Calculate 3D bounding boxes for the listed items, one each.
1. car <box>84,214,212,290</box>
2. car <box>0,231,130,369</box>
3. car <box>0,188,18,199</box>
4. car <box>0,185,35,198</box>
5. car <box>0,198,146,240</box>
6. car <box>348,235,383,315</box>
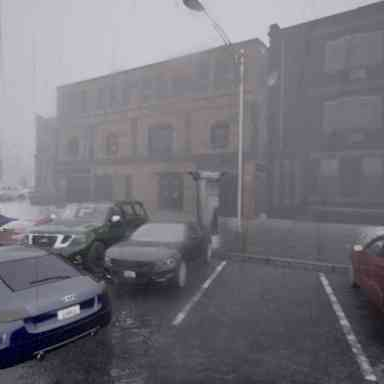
[{"bbox_3d":[-0.712,1.533,9.563,2.097,1.535,5.008,0,-1,14],"label":"car"},{"bbox_3d":[-3.311,1.617,5.639,4.181,1.385,1.994,-1,0,35],"label":"car"},{"bbox_3d":[-26.834,0.646,45.156,4.674,1.452,2.002,0,6,6],"label":"car"},{"bbox_3d":[-25.476,0.070,47.823,5.566,2.045,2.435,0,6,7],"label":"car"},{"bbox_3d":[-3.208,1.309,11.245,2.435,2.045,5.566,0,-1,14],"label":"car"},{"bbox_3d":[4.226,1.477,6.088,2.097,1.535,5.008,-1,-1,15],"label":"car"}]
